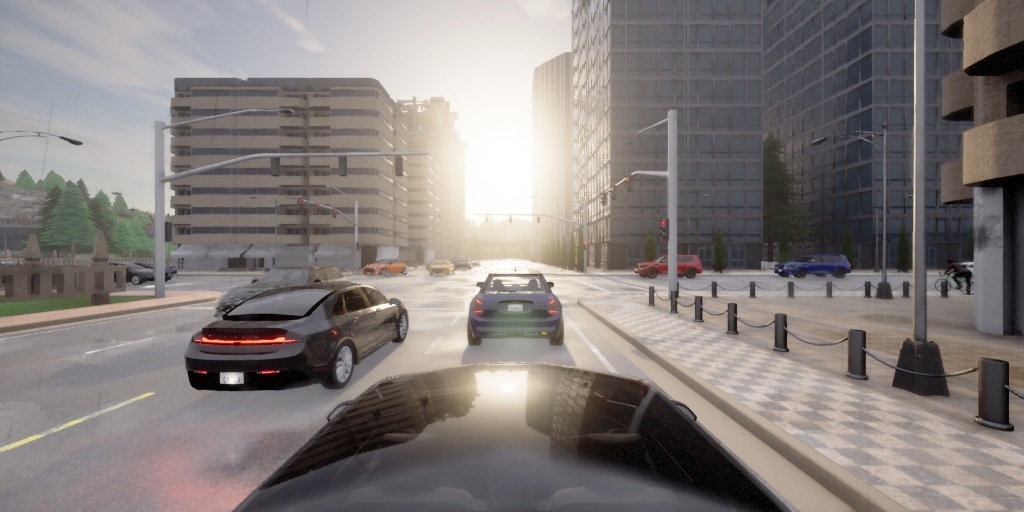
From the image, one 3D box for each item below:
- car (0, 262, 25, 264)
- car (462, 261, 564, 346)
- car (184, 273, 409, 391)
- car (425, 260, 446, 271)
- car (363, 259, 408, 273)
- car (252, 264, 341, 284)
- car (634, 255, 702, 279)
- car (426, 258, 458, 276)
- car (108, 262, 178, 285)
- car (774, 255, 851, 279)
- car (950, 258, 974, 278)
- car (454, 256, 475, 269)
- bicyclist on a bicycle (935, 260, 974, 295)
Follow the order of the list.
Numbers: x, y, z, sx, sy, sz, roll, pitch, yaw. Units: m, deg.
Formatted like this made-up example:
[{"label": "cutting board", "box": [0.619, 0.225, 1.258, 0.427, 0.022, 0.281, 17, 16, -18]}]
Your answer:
[{"label": "car", "box": [-36.408, 1.199, 26.247, 4.892, 1.490, 1.837, 0, 0, 15]}, {"label": "car", "box": [0.090, 1.102, 9.603, 2.097, 1.767, 4.553, 0, 0, 0]}, {"label": "car", "box": [-3.427, 1.255, 6.831, 1.837, 1.490, 4.892, 0, 0, 0]}, {"label": "car", "box": [-10.543, 1.275, 49.681, 1.812, 1.442, 4.674, 0, 0, 0]}, {"label": "car", "box": [-12.375, 1.073, 35.229, 2.097, 1.767, 4.553, 0, -1, 23]}, {"label": "car", "box": [-7.090, 1.102, 11.738, 2.097, 1.767, 4.553, 0, 0, 0]}, {"label": "car", "box": [13.707, 0.917, 31.536, 5.566, 2.045, 2.150, 0, 0, 0]}, {"label": "car", "box": [-7.062, 1.200, 36.503, 1.882, 1.535, 5.008, 0, -1, 0]}, {"label": "car", "box": [-26.505, 1.199, 24.902, 4.892, 1.490, 1.837, 0, 0, 4]}, {"label": "car", "box": [26.311, 0.914, 31.449, 5.566, 2.045, 2.150, 0, 0, 1]}, {"label": "car", "box": [42.019, 0.917, 31.298, 5.566, 2.045, 2.150, 0, 0, 3]}, {"label": "car", "box": [-7.036, 1.103, 52.516, 2.097, 1.767, 4.553, 0, 0, 0]}, {"label": "bicyclist on a bicycle", "box": [21.018, 0.996, 17.004, 0.582, 1.620, 1.656, 0, 0, 0]}]
